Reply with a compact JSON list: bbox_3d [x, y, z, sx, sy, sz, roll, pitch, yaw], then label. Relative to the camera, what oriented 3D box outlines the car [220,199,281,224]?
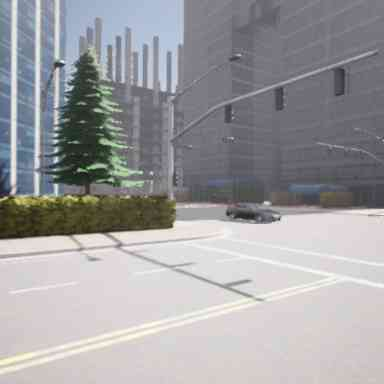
[{"bbox_3d":[4.748,1.627,26.189,2.128,1.511,4.902,0,1,-36],"label":"car"}]

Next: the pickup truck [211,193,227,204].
[{"bbox_3d":[5.377,1.305,65.440,2.390,2.098,6.274,0,0,-6],"label":"pickup truck"}]
